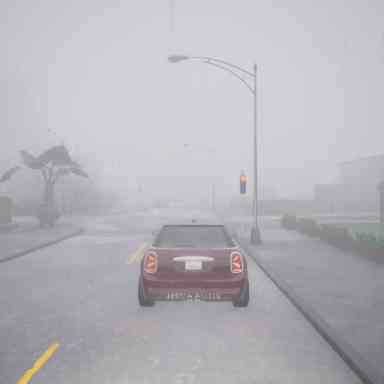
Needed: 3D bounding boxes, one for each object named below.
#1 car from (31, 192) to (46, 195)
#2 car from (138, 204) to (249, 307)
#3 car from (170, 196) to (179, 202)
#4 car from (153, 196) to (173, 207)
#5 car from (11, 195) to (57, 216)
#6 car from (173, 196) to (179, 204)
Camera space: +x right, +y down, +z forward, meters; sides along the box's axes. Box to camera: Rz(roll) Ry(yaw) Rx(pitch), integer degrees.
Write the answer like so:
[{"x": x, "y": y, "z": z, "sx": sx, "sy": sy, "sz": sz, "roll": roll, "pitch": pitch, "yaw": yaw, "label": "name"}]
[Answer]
[{"x": -19.729, "y": 0.985, "z": 42.014, "sx": 1.905, "sy": 1.878, "sz": 3.866, "roll": 0, "pitch": 0, "yaw": 35, "label": "car"}, {"x": 0.050, "y": 1.352, "z": 8.139, "sx": 2.097, "sy": 1.767, "sz": 4.553, "roll": 0, "pitch": 0, "yaw": 1, "label": "car"}, {"x": -3.933, "y": 1.585, "z": 76.365, "sx": 1.895, "sy": 1.301, "sz": 4.718, "roll": 0, "pitch": 0, "yaw": 0, "label": "car"}, {"x": -4.066, "y": 1.547, "z": 45.213, "sx": 2.033, "sy": 1.411, "sz": 5.357, "roll": 0, "pitch": 0, "yaw": 0, "label": "car"}, {"x": -14.699, "y": 1.352, "z": 29.843, "sx": 4.553, "sy": 1.767, "sz": 2.097, "roll": 0, "pitch": 0, "yaw": 0, "label": "car"}, {"x": -4.014, "y": 1.565, "z": 61.387, "sx": 1.994, "sy": 1.385, "sz": 4.181, "roll": 0, "pitch": 0, "yaw": 0, "label": "car"}]
